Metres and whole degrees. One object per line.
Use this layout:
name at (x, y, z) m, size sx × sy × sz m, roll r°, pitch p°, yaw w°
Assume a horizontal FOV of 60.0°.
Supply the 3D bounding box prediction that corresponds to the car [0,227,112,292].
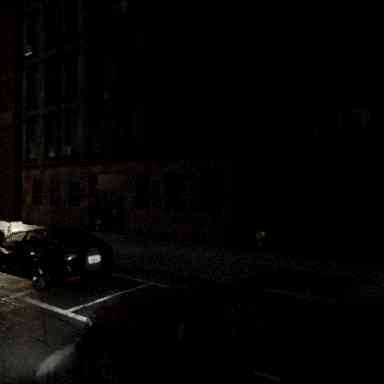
car at (-3.970, 1.592, 8.903) m, size 4.313 × 1.339 × 1.947 m, roll 0°, pitch 0°, yaw 35°

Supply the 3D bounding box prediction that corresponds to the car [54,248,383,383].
car at (0.828, 1.547, 3.338) m, size 4.674 × 1.442 × 1.812 m, roll 0°, pitch 0°, yaw 35°
